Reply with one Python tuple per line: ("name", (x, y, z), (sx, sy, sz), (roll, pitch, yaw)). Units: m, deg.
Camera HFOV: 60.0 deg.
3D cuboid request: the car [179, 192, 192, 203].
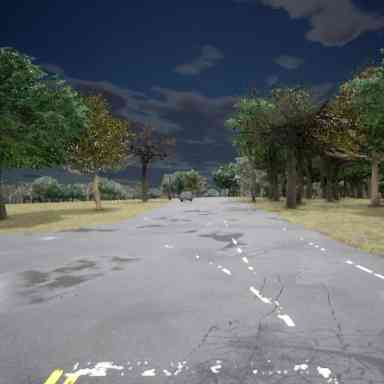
("car", (-1.102, 0.965, 62.757), (2.150, 2.045, 5.566), (-1, 1, 2))
